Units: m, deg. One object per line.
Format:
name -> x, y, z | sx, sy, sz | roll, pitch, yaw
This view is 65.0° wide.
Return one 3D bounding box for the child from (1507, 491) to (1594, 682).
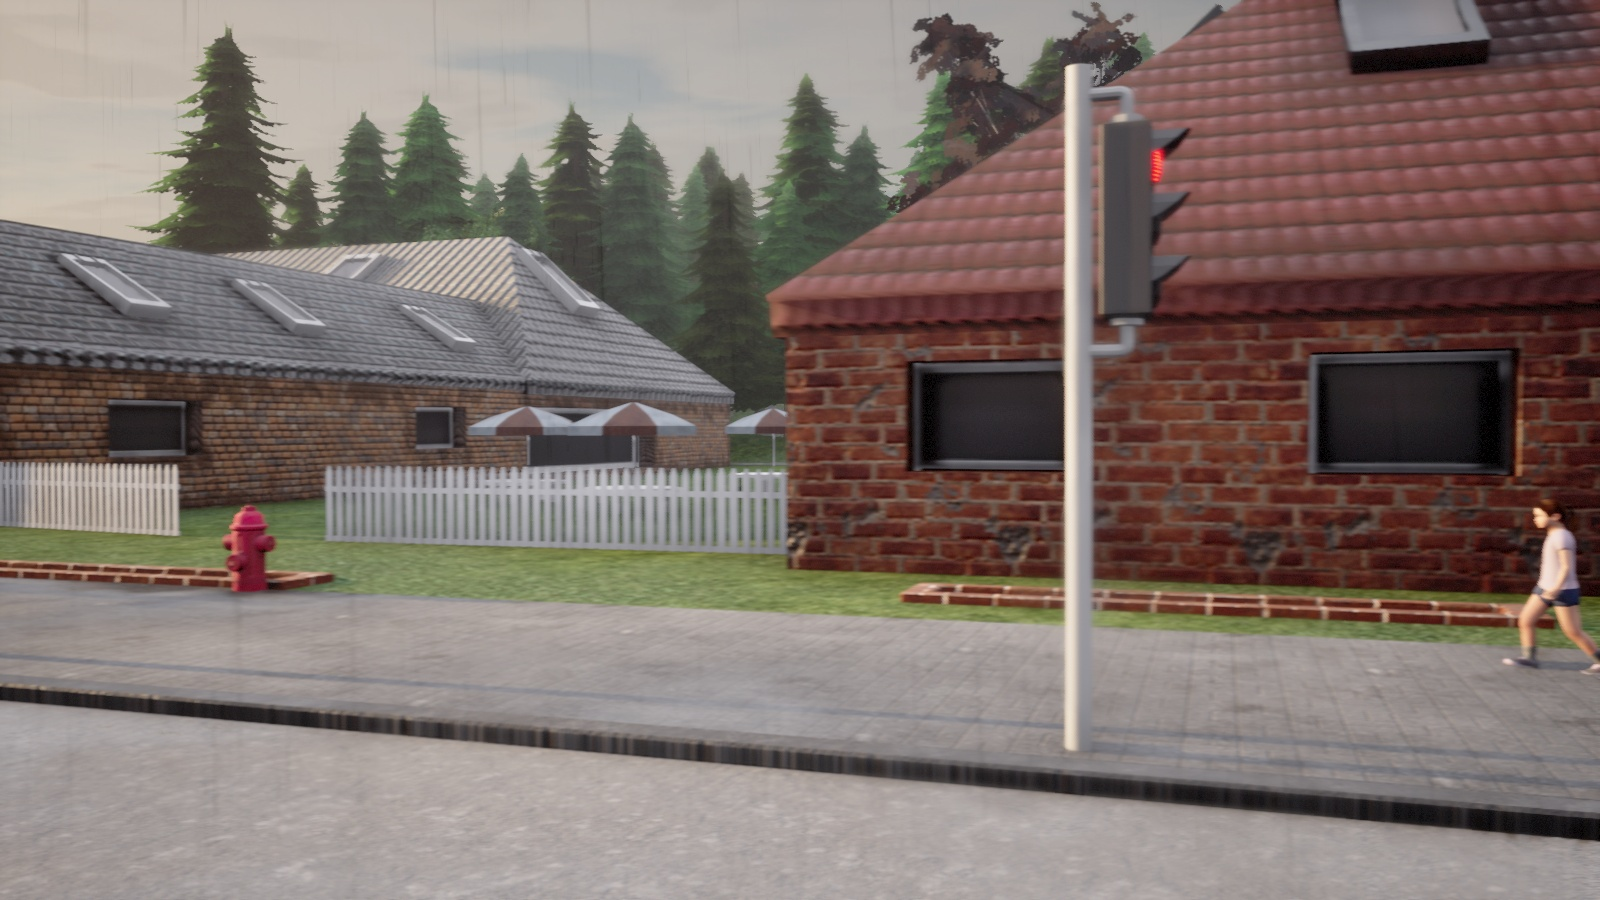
child -> 4.532, 0.812, 7.597 | 0.394, 1.110, 0.255 | 1, 1, 19
